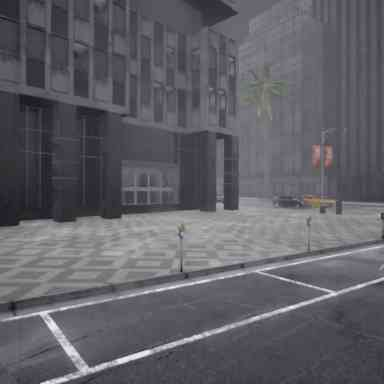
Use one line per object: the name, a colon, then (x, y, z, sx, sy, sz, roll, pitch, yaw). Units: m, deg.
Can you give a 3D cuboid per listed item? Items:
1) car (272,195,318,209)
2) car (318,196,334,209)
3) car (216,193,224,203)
car: (11.332, 1.135, 37.908, 1.837, 1.490, 4.892, 0, 1, -35)
car: (14.289, 1.127, 39.355, 1.882, 1.535, 5.008, 0, 1, -35)
car: (3.035, 0.885, 49.632, 1.837, 1.490, 4.892, 0, 2, -35)
